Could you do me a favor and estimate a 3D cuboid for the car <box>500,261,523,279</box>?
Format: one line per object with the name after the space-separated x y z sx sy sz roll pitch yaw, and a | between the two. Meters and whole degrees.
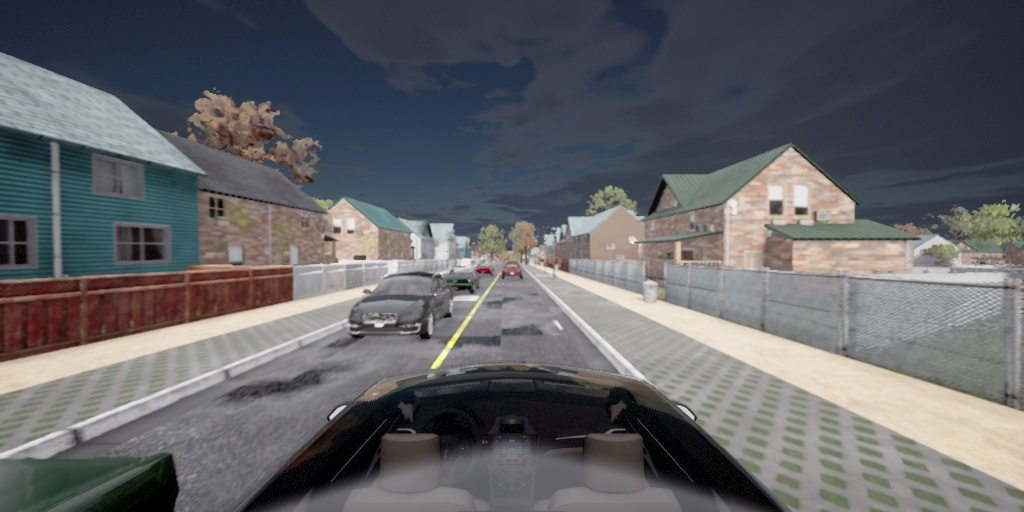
0.012 1.251 31.966 1.812 1.442 4.674 0 0 0 | car

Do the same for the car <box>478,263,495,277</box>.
-2.740 1.335 35.987 1.895 1.301 4.718 0 0 0 | car

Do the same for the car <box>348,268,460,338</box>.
-2.845 1.231 10.120 1.837 1.490 4.892 0 0 0 | car

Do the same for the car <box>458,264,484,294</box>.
-2.839 1.315 20.067 1.895 1.301 4.718 0 0 0 | car
